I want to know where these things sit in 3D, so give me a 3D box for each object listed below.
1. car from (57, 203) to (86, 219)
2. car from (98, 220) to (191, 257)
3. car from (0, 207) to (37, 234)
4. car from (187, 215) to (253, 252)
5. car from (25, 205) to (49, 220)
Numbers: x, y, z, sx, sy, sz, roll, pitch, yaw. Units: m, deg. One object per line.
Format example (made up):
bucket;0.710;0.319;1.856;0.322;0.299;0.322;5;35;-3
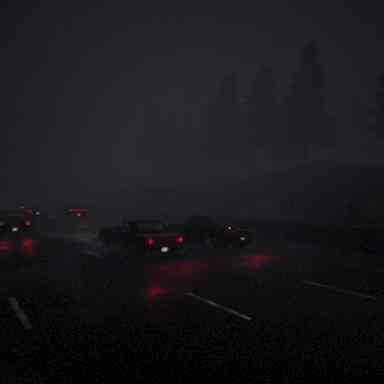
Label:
car;-12.084;1.904;33.326;1.837;1.490;4.892;2;-1;-36
car;-2.325;1.838;14.108;1.895;1.301;4.718;2;-1;-36
car;-11.003;1.762;20.020;1.895;1.301;4.718;2;-1;-36
car;0.664;1.817;15.955;1.882;1.535;5.008;2;-1;-36
car;-14.923;1.860;31.279;1.994;1.385;4.181;2;-1;-36
